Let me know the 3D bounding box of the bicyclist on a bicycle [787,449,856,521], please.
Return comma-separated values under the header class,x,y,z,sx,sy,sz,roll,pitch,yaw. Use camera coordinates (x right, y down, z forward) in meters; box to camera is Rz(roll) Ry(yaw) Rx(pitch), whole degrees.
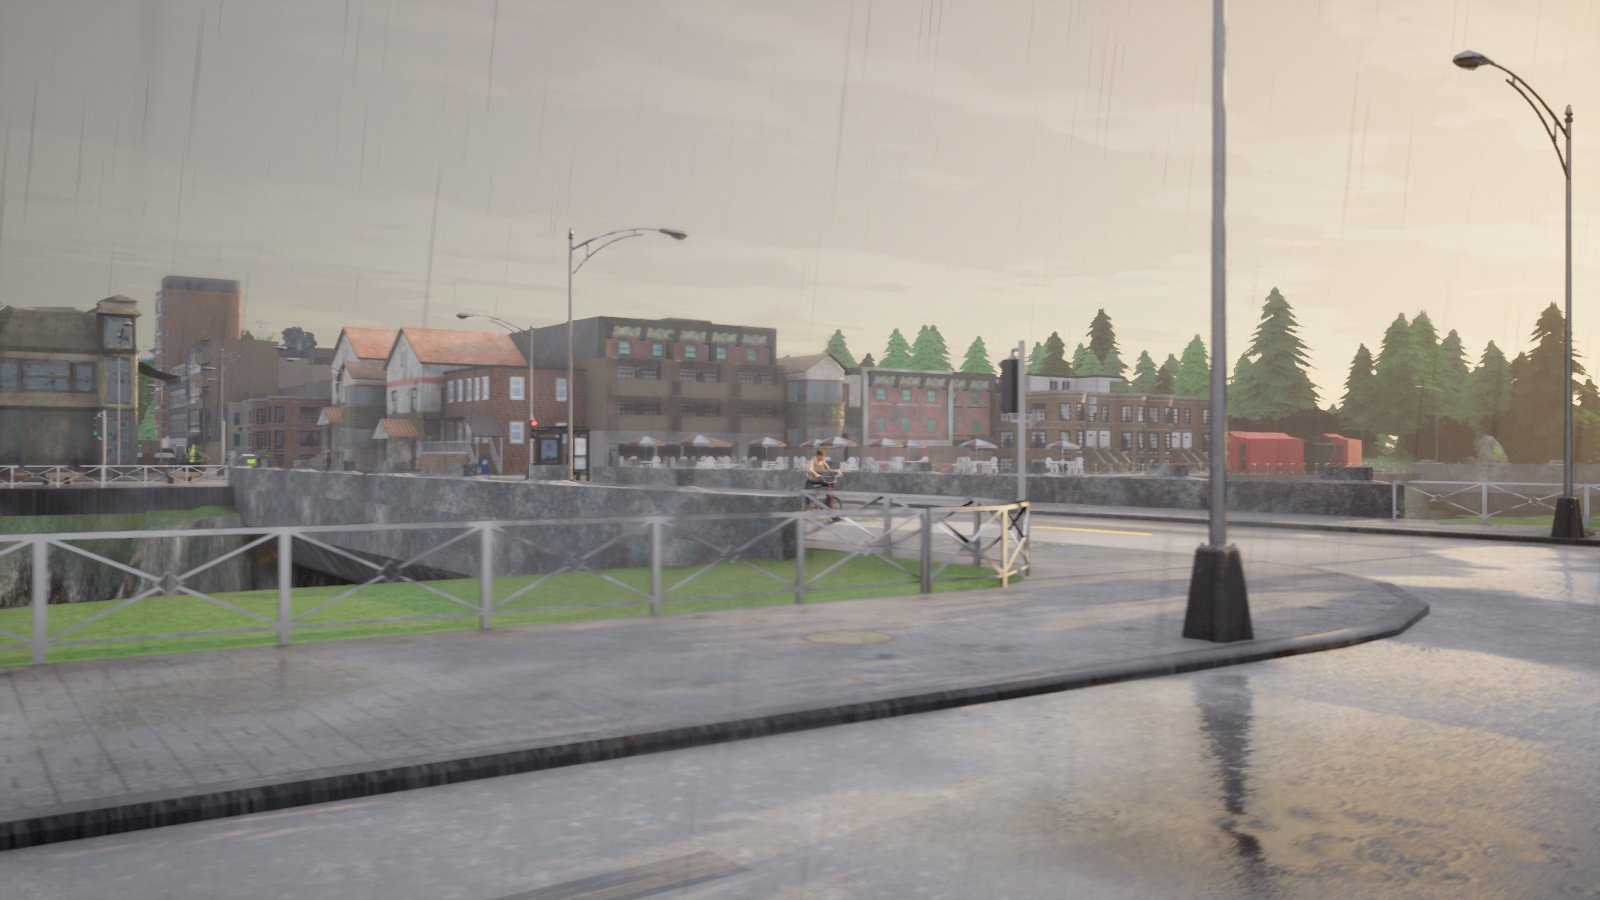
class,x,y,z,sx,sy,sz,roll,pitch,yaw
bicyclist on a bicycle,0.477,0.778,28.641,0.866,1.612,1.509,0,0,-34
